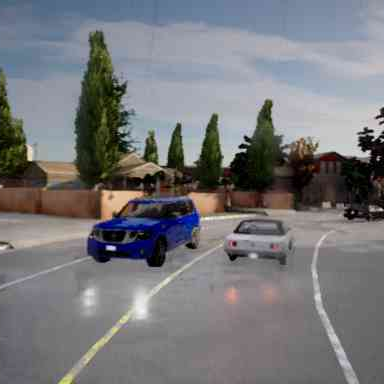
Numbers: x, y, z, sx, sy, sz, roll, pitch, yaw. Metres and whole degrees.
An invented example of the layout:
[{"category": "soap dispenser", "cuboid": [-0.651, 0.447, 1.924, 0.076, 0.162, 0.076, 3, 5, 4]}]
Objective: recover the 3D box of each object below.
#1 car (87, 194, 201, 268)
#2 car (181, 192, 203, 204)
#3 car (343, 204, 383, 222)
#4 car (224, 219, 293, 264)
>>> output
[{"category": "car", "cuboid": [-1.356, 1.223, 11.874, 2.150, 2.045, 5.566, 0, 0, 19]}, {"category": "car", "cuboid": [-0.059, 0.842, 47.328, 1.816, 1.474, 4.193, -2, 0, -19]}, {"category": "car", "cuboid": [15.191, 1.775, 28.729, 5.357, 1.411, 2.033, 1, -1, -36]}, {"category": "car", "cuboid": [2.607, 1.630, 12.067, 1.895, 1.301, 4.718, 0, 0, 20]}]
